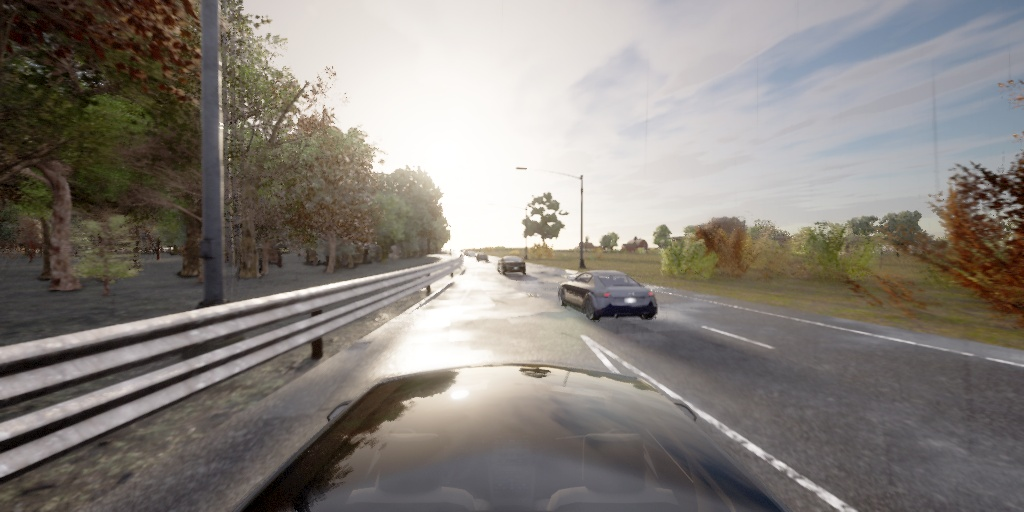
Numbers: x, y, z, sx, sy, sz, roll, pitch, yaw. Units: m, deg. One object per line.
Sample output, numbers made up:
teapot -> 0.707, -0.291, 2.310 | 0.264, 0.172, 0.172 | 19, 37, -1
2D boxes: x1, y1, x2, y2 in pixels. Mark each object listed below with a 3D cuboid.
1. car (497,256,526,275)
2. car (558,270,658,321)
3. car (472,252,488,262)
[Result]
car -> -0.099, 0.751, 30.328 | 1.882, 1.535, 5.008 | 0, 1, -9
car -> 2.917, 1.159, 11.778 | 1.994, 1.385, 4.181 | 0, 1, -9
car -> -5.147, 0.182, 61.361 | 2.128, 1.511, 4.902 | 0, 1, -9
